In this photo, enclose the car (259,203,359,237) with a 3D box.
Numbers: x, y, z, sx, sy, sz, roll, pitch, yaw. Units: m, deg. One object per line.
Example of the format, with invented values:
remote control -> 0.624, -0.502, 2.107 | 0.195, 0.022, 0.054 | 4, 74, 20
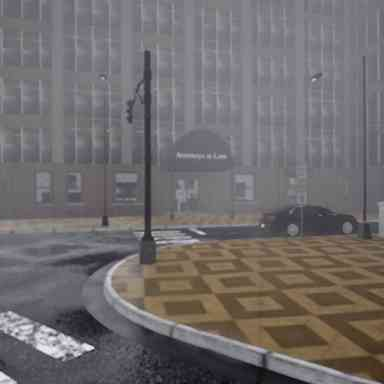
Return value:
car -> 5.677, 1.312, 16.188 | 4.892, 1.490, 1.837 | 0, 0, -14
